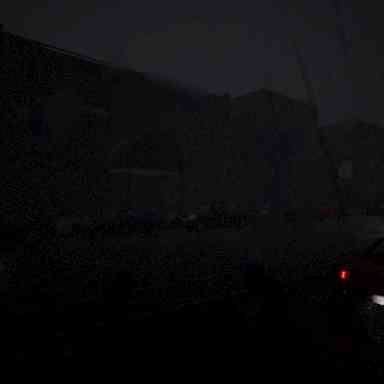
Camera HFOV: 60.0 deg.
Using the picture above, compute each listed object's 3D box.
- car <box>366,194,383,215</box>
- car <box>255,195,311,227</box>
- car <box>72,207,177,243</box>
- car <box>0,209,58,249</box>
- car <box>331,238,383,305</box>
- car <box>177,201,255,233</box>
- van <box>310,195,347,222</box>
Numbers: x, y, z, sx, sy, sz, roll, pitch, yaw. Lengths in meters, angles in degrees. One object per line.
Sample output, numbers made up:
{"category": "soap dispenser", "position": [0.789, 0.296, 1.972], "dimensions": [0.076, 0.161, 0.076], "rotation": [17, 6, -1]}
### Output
{"category": "car", "position": [19.100, 1.186, 32.137], "dimensions": [5.566, 2.045, 2.435], "rotation": [0, 0, -36]}
{"category": "car", "position": [5.565, 1.315, 22.455], "dimensions": [4.553, 1.767, 2.185], "rotation": [0, 0, -36]}
{"category": "car", "position": [-3.344, 1.483, 16.082], "dimensions": [4.674, 1.452, 2.002], "rotation": [0, 0, -36]}
{"category": "car", "position": [-7.833, 1.445, 12.868], "dimensions": [4.892, 1.521, 2.231], "rotation": [0, 0, -36]}
{"category": "car", "position": [5.109, 1.597, 7.074], "dimensions": [4.718, 1.301, 1.895], "rotation": [0, 0, -35]}
{"category": "car", "position": [1.072, 1.316, 19.240], "dimensions": [4.553, 1.767, 2.185], "rotation": [0, 0, -36]}
{"category": "van", "position": [9.939, 1.214, 25.584], "dimensions": [4.442, 1.987, 1.878], "rotation": [0, 0, -36]}
